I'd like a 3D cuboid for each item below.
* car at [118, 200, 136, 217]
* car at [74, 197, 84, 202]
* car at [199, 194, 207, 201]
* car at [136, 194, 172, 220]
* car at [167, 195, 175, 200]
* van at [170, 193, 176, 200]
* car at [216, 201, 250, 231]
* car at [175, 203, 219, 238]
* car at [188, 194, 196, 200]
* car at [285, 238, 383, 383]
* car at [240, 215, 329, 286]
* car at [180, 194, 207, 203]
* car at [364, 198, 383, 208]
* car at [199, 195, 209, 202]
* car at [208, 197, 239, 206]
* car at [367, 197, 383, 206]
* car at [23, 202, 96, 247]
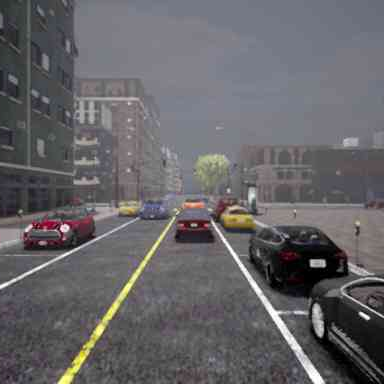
[{"bbox_3d":[-5.706,1.490,31.168,1.752,1.417,4.829,0,0,0],"label":"car"},{"bbox_3d":[-17.294,1.212,45.566,5.009,1.841,2.192,0,0,0],"label":"car"},{"bbox_3d":[2.653,1.397,80.686,1.967,1.590,4.097,0,0,0],"label":"car"},{"bbox_3d":[-3.092,1.320,27.956,2.097,1.767,4.553,0,0,0],"label":"car"},{"bbox_3d":[-5.733,1.547,92.078,1.802,1.307,4.206,0,0,0],"label":"car"},{"bbox_3d":[-5.731,1.301,86.381,1.690,1.788,3.998,0,0,0],"label":"van"},{"bbox_3d":[2.680,1.502,20.432,1.752,1.417,4.829,0,0,0],"label":"car"},{"bbox_3d":[0.092,1.527,17.455,2.033,1.411,5.357,0,0,0],"label":"car"},{"bbox_3d":[-0.041,1.353,91.067,2.128,1.511,4.902,0,0,0],"label":"car"},{"bbox_3d":[2.688,1.547,3.643,2.008,1.369,4.403,0,0,0],"label":"car"},{"bbox_3d":[2.685,1.555,9.182,1.947,1.339,4.313,0,0,0],"label":"car"},{"bbox_3d":[0.085,1.315,32.781,2.097,1.767,4.553,0,0,0],"label":"car"},{"bbox_3d":[26.130,1.618,45.841,4.507,1.381,1.887,0,0,0],"label":"car"},{"bbox_3d":[2.656,1.394,74.990,1.967,1.590,4.097,0,0,0],"label":"car"},{"bbox_3d":[2.678,1.286,25.801,2.192,1.841,5.009,0,0,0],"label":"car"},{"bbox_3d":[31.420,1.613,54.314,4.829,1.417,1.752,0,0,0],"label":"car"},{"bbox_3d":[-5.698,1.423,14.719,1.967,1.590,4.097,0,0,0],"label":"car"}]
